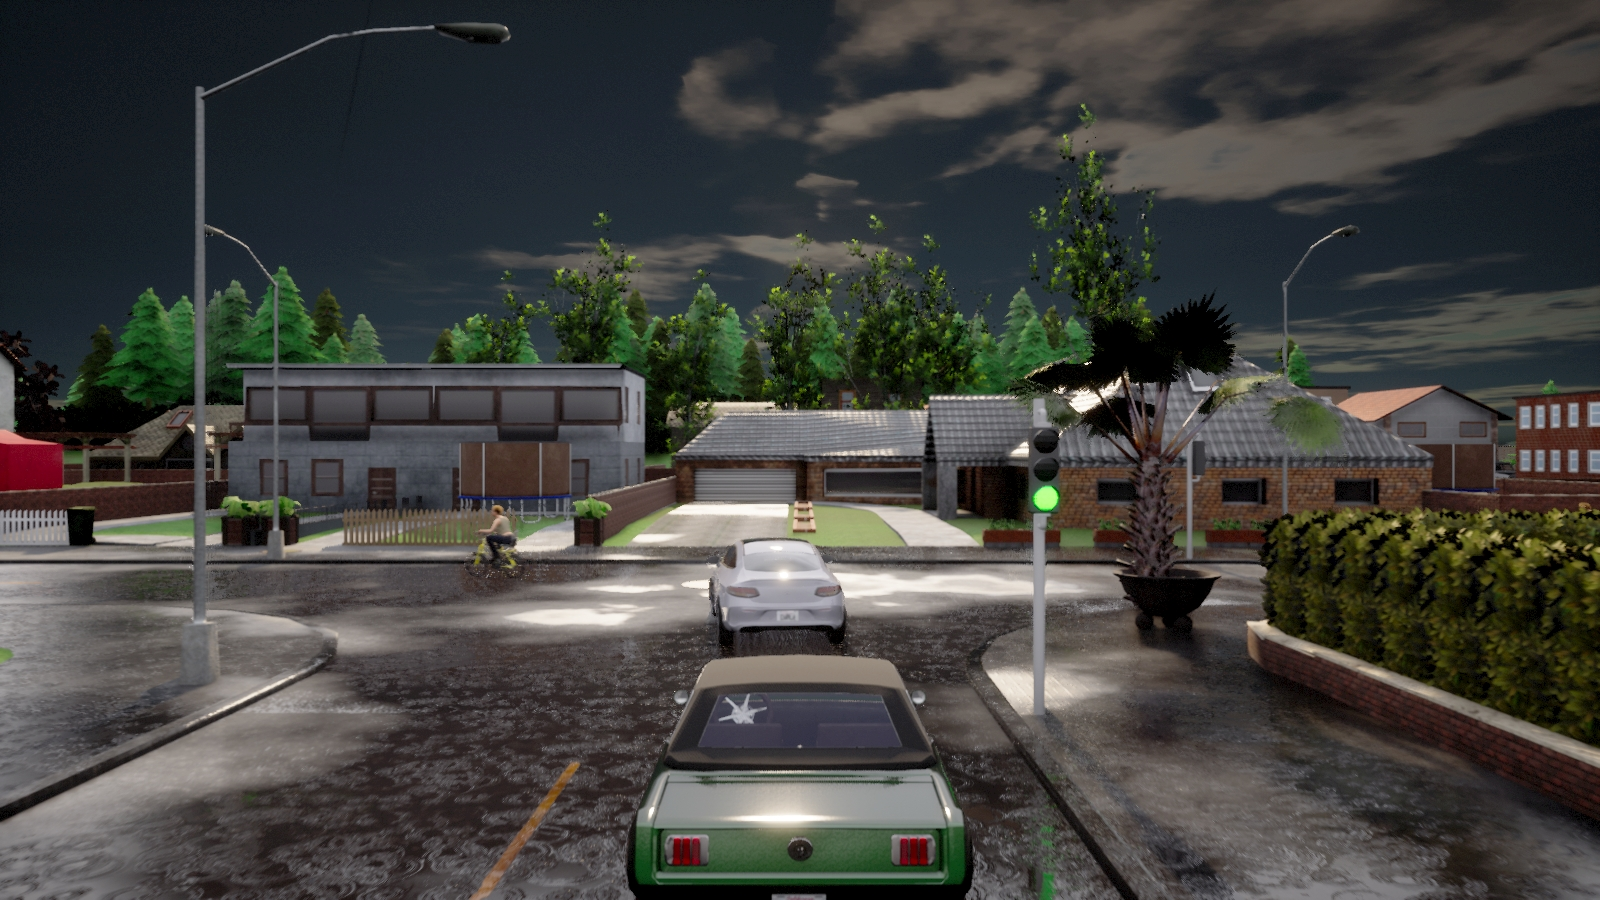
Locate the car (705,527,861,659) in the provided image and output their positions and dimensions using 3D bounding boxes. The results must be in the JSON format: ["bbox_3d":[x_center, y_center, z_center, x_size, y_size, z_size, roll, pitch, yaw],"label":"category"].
[{"bbox_3d":[-0.418,2.082,17.788,2.002,1.442,4.674,0,0,-6],"label":"car"}]

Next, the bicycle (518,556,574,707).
[{"bbox_3d":[-2.945,2.060,13.355,0.329,1.471,1.835,0,0,-3],"label":"bicycle"}]

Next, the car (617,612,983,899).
[{"bbox_3d":[-0.001,2.155,8.268,1.895,1.301,4.718,0,0,0],"label":"car"}]
